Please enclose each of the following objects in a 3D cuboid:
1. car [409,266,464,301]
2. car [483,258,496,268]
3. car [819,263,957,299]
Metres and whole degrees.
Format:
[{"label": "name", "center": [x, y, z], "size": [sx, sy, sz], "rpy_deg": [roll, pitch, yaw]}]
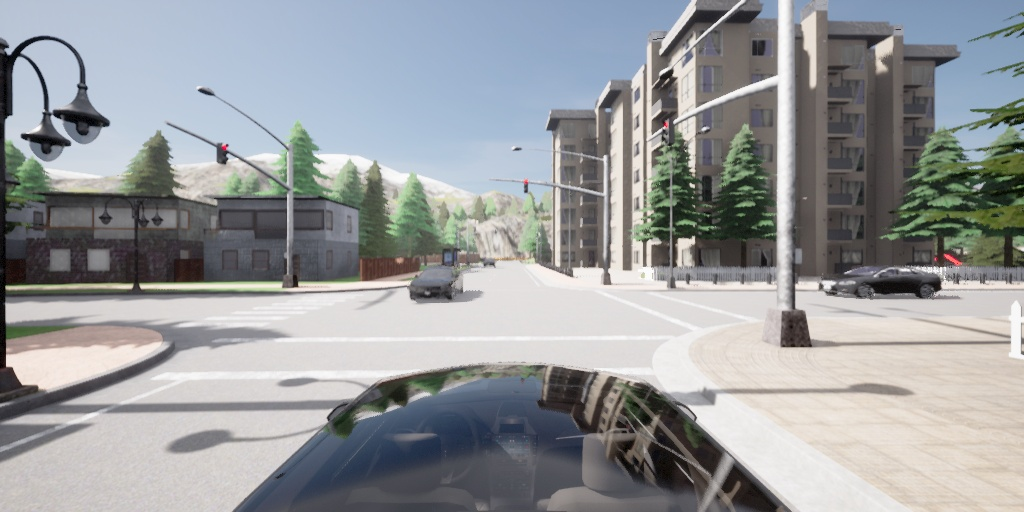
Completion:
[{"label": "car", "center": [-3.489, 1.248, 17.276], "size": [1.882, 1.535, 5.008], "rpy_deg": [0, 0, 0]}, {"label": "car", "center": [-3.474, 0.983, 55.825], "size": [1.882, 1.535, 5.008], "rpy_deg": [0, 0, 0]}, {"label": "car", "center": [17.522, 1.223, 17.198], "size": [4.902, 1.511, 2.128], "rpy_deg": [0, 0, -2]}]
